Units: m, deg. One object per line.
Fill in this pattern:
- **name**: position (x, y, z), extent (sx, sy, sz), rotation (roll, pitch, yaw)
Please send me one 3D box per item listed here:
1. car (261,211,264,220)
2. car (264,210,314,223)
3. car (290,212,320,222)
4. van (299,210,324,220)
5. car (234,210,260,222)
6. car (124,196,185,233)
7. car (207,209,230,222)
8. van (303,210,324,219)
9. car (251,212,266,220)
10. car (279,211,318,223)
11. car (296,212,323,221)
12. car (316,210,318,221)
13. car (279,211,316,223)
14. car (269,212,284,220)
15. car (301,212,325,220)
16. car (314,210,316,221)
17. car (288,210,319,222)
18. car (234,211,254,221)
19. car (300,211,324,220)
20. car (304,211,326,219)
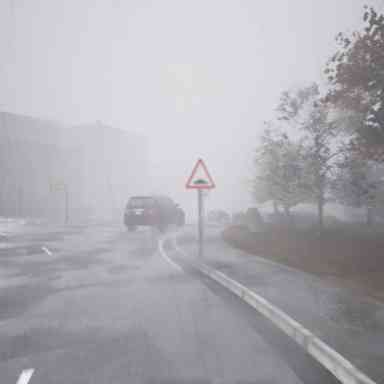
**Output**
- **car**: position (11.852, 3.890, 53.740), extent (2.128, 1.511, 4.902), rotation (-1, -4, 24)
- **car**: position (11.546, 2.951, 39.639), extent (4.892, 1.521, 2.231), rotation (-1, -4, 24)
- **car**: position (19.478, 4.266, 57.168), extent (4.674, 1.452, 2.002), rotation (-1, -4, 24)
- **van**: position (24.122, 4.654, 67.155), extent (4.442, 1.987, 1.878), rotation (-1, -3, 24)
- **car**: position (6.778, 3.025, 42.231), extent (1.882, 1.535, 5.008), rotation (-1, -4, 24)
- **car**: position (-2.141, 1.276, 20.304), extent (2.150, 2.045, 5.566), rotation (-1, -2, 15)
- **car**: position (3.510, 3.015, 42.872), extent (2.128, 1.511, 4.902), rotation (-1, -4, 24)
- **van**: position (27.311, 5.107, 74.774), extent (4.442, 1.987, 1.878), rotation (-1, -3, 24)
- **car**: position (12.848, 4.595, 63.827), extent (1.994, 1.385, 4.181), rotation (-1, -4, 24)
- **car**: position (15.914, 3.698, 49.730), extent (5.366, 1.575, 1.946), rotation (-1, -4, 24)
- **car**: position (22.906, 4.750, 64.672), extent (4.792, 1.488, 2.163), rotation (-1, -4, 24)
- **car**: position (13.822, 3.330, 44.641), extent (4.892, 1.521, 2.231), rotation (-1, -4, 24)
- **car**: position (14.974, 3.547, 47.130), extent (4.792, 1.488, 2.163), rotation (-1, -4, 24)
- **car**: position (15.981, 4.503, 62.869), extent (1.882, 1.535, 5.008), rotation (-1, -4, 24)
- **car**: position (26.274, 5.186, 72.207), extent (4.892, 1.521, 2.231), rotation (-1, -3, 24)
- **car**: position (12.680, 3.141, 42.143), extent (5.008, 1.535, 2.097), rotation (-1, -4, 24)
- **car**: position (18.320, 3.931, 54.678), extent (4.553, 1.767, 2.185), rotation (-1, -4, 24)
- **car**: position (8.548, 3.851, 54.320), extent (1.882, 1.535, 5.008), rotation (-1, -4, 24)
- **car**: position (25.172, 4.918, 69.834), extent (4.553, 1.767, 2.185), rotation (-1, -3, 24)
- **car**: position (28.576, 5.344, 77.214), extent (4.553, 1.767, 2.185), rotation (-1, -3, 24)
